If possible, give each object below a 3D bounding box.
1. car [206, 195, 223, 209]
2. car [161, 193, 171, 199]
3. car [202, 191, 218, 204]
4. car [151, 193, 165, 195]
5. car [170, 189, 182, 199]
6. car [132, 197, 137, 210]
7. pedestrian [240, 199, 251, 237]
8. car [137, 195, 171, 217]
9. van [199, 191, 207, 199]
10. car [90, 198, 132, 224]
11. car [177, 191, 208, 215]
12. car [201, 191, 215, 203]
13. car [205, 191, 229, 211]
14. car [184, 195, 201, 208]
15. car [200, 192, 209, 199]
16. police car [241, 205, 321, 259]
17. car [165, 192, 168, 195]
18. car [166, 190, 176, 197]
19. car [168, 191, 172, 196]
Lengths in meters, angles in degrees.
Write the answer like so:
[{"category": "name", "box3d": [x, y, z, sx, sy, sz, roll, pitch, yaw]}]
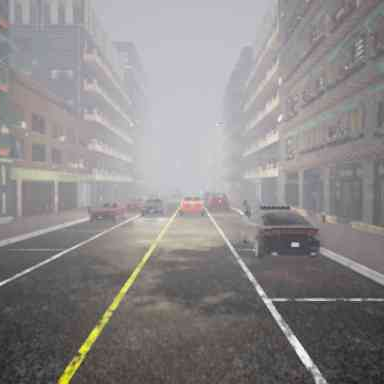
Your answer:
[{"category": "car", "box3d": [2.686, 1.144, 40.173, 1.752, 1.417, 4.829, -1, 1, 0]}, {"category": "car", "box3d": [-5.689, 0.886, 74.115, 1.947, 1.339, 4.313, -1, 0, 0]}, {"category": "car", "box3d": [2.684, 0.833, 51.370, 2.192, 1.841, 5.009, -1, 1, 0]}, {"category": "car", "box3d": [-5.694, 0.958, 51.376, 1.967, 1.590, 4.097, -1, 1, 0]}, {"category": "car", "box3d": [-2.989, 0.483, 69.174, 2.150, 2.045, 5.566, 0, 0, 0]}, {"category": "car", "box3d": [-5.695, 1.216, 34.324, 1.887, 1.381, 4.507, -1, 1, 0]}, {"category": "pedestrian", "box3d": [2.516, 1.143, 15.238, 0.375, 1.860, 0.375, -1, 1, 0]}, {"category": "car", "box3d": [-3.093, 1.236, 27.782, 1.837, 1.490, 4.892, 0, 0, 0]}, {"category": "van", "box3d": [2.689, 0.614, 79.793, 1.690, 1.788, 3.998, -1, 0, 0]}, {"category": "car", "box3d": [-5.697, 1.320, 22.954, 1.887, 1.381, 4.507, -1, 1, 0]}, {"category": "car", "box3d": [0.042, 1.067, 29.577, 2.097, 1.767, 4.553, 0, 1, 0]}, {"category": "car", "box3d": [2.685, 0.783, 57.055, 2.192, 1.841, 5.009, -1, 0, 0]}, {"category": "car", "box3d": [2.682, 0.986, 34.317, 2.192, 1.841, 5.009, -1, 1, 0]}, {"category": "car", "box3d": [0.057, 1.143, 42.738, 2.033, 1.411, 5.357, 0, 1, 1]}, {"category": "car", "box3d": [2.691, 0.844, 74.280, 1.752, 1.417, 4.829, -1, 0, 0]}, {"category": "police car", "box3d": [3.002, 1.304, 12.242, 1.930, 1.638, 5.238, 0, 1, 0]}, {"category": "car", "box3d": [-5.691, 1.012, 57.061, 1.887, 1.381, 4.507, -1, 1, 0]}, {"category": "car", "box3d": [-5.690, 0.493, 91.166, 2.192, 1.841, 5.009, -1, 0, 0]}, {"category": "car", "box3d": [-5.689, 0.935, 68.431, 1.947, 1.339, 4.313, -1, 0, 0]}]
